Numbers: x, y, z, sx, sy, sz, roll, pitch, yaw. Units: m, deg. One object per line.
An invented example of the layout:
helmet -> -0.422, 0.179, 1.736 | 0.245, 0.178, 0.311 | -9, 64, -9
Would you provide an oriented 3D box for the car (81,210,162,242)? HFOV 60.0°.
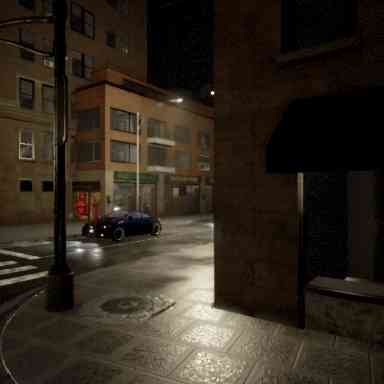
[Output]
car -> -3.419, 1.597, 16.740 | 1.994, 1.385, 4.181 | 0, 0, 35
